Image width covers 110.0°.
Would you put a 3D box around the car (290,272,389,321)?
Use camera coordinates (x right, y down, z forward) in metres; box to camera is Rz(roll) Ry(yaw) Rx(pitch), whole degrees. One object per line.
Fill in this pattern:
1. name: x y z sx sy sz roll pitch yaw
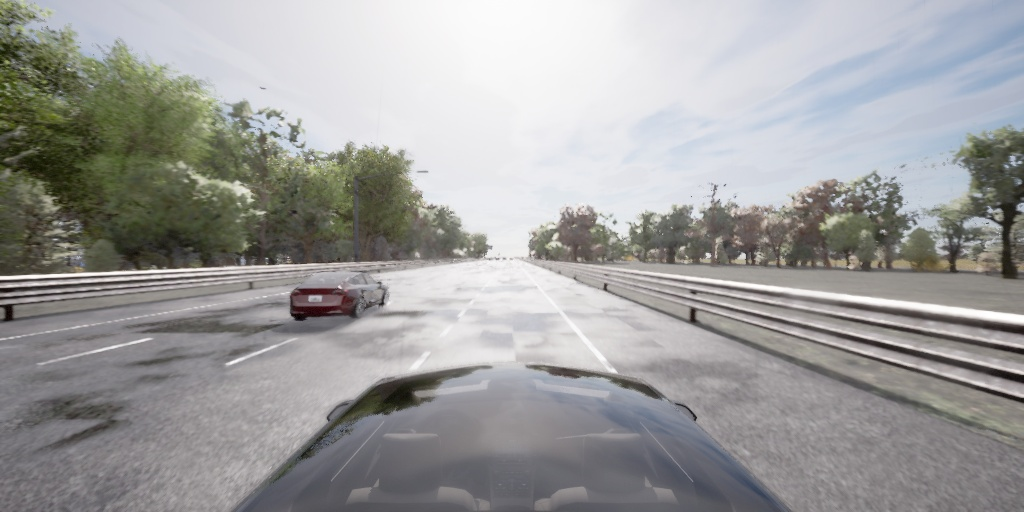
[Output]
1. car: -5.857 1.279 12.677 2.163 1.488 4.792 0 0 -5
